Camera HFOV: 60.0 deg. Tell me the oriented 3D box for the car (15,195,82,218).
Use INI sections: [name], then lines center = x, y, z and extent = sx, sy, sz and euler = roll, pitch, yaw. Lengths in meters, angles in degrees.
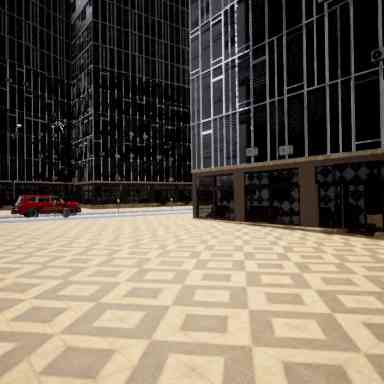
[car]
center = -11.773, 1.188, 27.332
extent = 5.009, 1.841, 2.192
euler = 0, -1, -37
